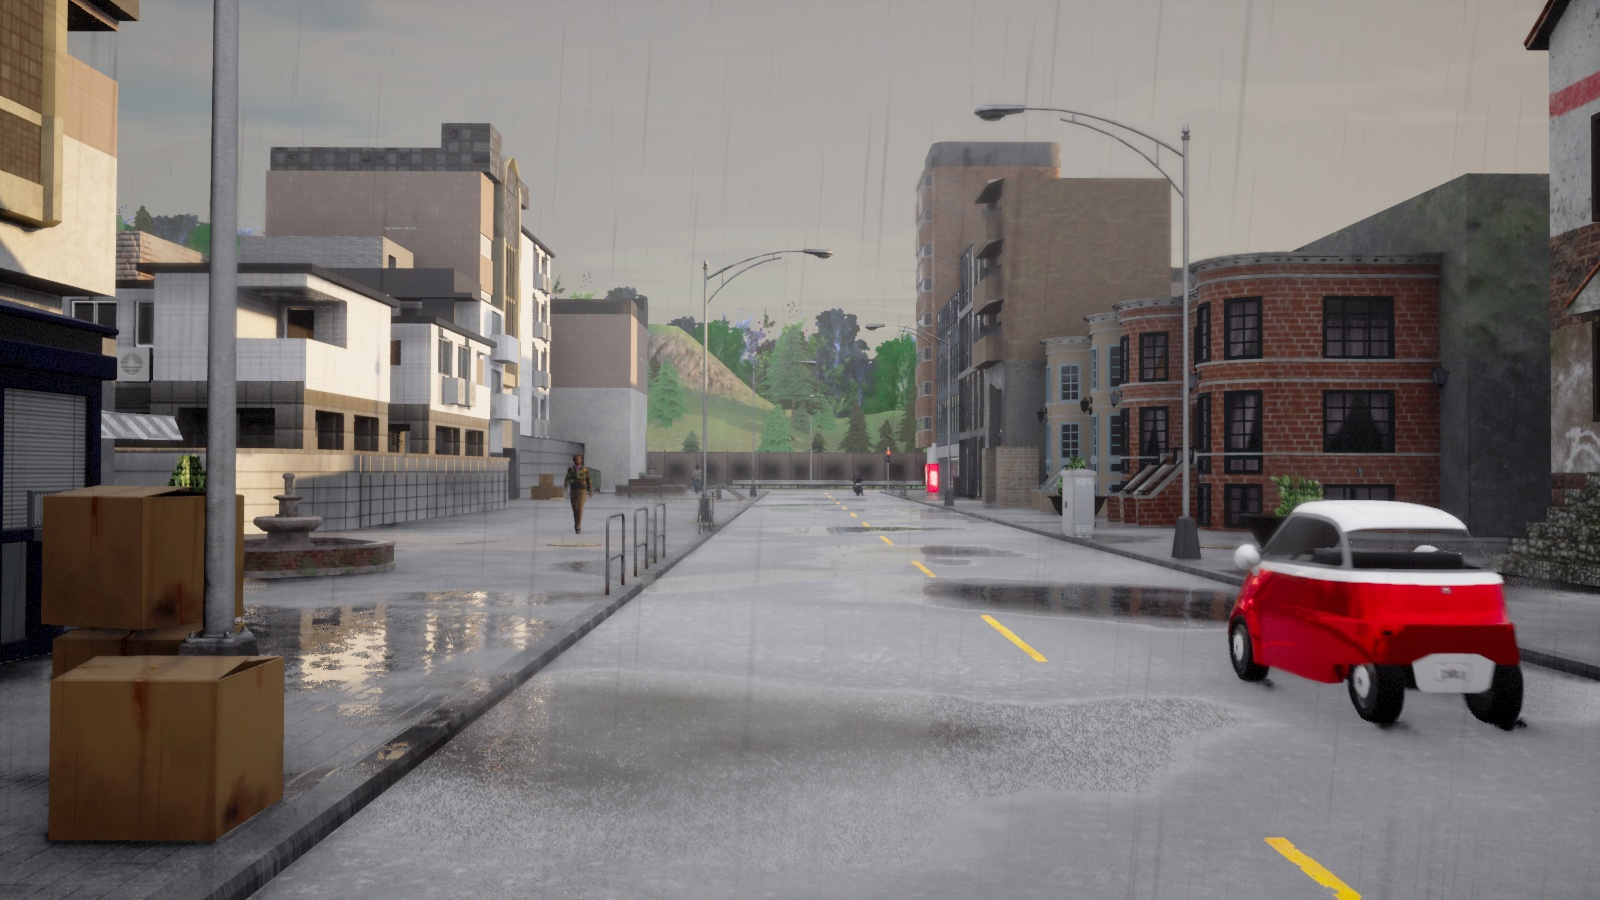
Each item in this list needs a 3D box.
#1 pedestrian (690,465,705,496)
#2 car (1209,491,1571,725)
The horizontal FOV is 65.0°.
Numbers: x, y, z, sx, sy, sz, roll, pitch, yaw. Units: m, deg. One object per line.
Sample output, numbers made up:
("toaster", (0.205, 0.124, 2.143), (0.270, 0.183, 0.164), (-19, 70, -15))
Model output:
("pedestrian", (-6.236, 1.829, 76.366), (0.874, 1.855, 0.900), (0, -1, -2))
("car", (3.976, 1.001, 8.795), (1.481, 1.376, 2.207), (0, -1, 0))
